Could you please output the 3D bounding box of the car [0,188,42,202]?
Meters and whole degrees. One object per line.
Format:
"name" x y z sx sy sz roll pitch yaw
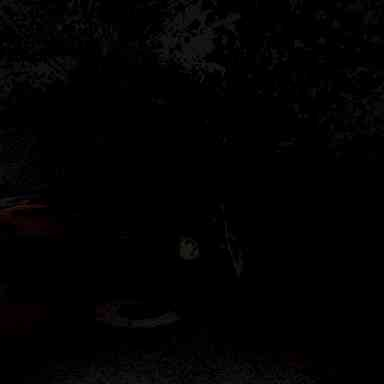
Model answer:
"car" -19.354 0.330 36.785 4.792 1.488 2.163 1 2 -30

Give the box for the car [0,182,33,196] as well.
"car" -27.663 -0.507 51.004 5.566 2.045 2.435 1 1 -30

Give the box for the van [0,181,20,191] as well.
"van" -41.432 -1.377 75.027 4.442 1.987 1.878 1 1 -30

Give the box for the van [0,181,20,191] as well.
"van" -40.105 -1.292 72.740 4.442 1.987 1.878 1 1 -30

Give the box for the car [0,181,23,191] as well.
"car" -38.840 -1.229 70.272 5.566 2.045 2.435 1 1 -30

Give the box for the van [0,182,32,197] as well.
"van" -24.760 -0.300 46.287 4.442 1.987 1.878 1 1 -30

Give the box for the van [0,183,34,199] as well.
"van" -22.168 -0.120 41.371 4.442 1.987 1.878 1 1 -30

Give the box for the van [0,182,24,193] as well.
"van" -34.548 -0.932 63.161 4.442 1.987 1.878 1 1 -30

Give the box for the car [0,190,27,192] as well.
"car" -12.534 0.860 24.598 5.366 1.575 1.946 1 2 -30

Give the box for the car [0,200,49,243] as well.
"car" -6.886 1.316 15.218 5.008 1.535 2.097 1 2 -30

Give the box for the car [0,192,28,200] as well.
"car" -8.239 1.077 17.628 4.553 1.767 2.185 1 2 -30

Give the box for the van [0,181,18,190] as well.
"van" -43.089 -1.475 77.420 4.442 1.987 1.878 1 1 -30

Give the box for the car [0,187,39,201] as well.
"car" -20.677 0.232 39.067 4.792 1.488 2.163 1 1 -30

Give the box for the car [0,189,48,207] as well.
"car" -16.564 0.553 31.859 4.792 1.488 2.163 1 2 -30

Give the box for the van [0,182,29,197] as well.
"van" -26.351 -0.393 48.565 4.442 1.987 1.878 1 1 -30

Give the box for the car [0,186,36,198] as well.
"car" -23.474 0.014 43.841 5.008 1.535 2.097 1 1 -30

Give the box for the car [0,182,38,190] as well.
"car" -15.117 0.387 29.487 5.566 2.045 2.435 1 2 -30
